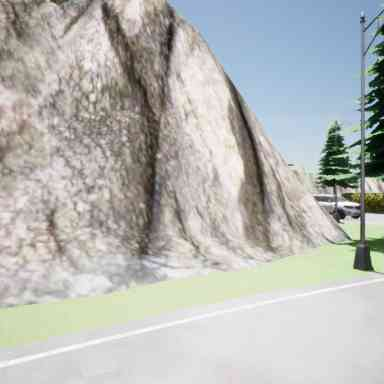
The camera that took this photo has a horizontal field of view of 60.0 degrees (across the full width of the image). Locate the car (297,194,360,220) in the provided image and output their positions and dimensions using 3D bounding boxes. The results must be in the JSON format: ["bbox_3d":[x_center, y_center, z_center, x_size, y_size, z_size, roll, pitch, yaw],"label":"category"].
[{"bbox_3d":[12.022,1.219,28.797,2.150,2.045,5.566,0,0,-27],"label":"car"}]

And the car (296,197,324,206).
[{"bbox_3d":[19.710,1.529,55.599,4.674,1.442,1.812,0,0,-30],"label":"car"}]
